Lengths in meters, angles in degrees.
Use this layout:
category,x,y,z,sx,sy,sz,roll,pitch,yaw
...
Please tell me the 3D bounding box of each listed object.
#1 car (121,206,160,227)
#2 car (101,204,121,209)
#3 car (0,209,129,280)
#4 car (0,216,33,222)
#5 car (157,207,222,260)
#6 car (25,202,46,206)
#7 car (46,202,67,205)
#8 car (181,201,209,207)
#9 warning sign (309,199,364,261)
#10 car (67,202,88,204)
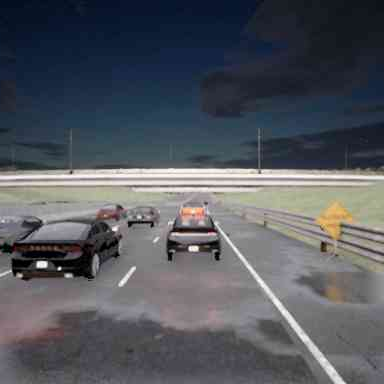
category,x,y,z,sx,sy,sz,roll,pitch,yaw
car,-3.443,1.727,24.334,2.033,1.411,5.357,0,-1,1
car,-6.878,1.765,28.963,1.812,1.442,4.674,0,-1,1
car,-3.448,1.524,10.150,1.882,1.535,5.008,0,0,0
car,-6.927,1.634,13.375,1.994,1.385,4.181,0,0,0
car,0.069,1.556,12.700,2.128,1.511,4.902,0,0,0
car,-23.874,2.180,51.140,2.033,1.411,5.357,0,-1,3
car,-20.342,2.211,51.808,1.994,1.385,4.181,0,-1,3
car,0.106,1.573,27.726,2.097,1.767,4.553,0,-1,1
warning sign,4.551,1.163,10.582,1.300,1.860,1.060,0,0,0
car,-16.883,2.233,50.982,1.895,1.301,4.718,0,-1,3
